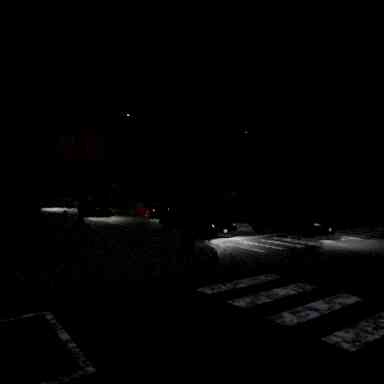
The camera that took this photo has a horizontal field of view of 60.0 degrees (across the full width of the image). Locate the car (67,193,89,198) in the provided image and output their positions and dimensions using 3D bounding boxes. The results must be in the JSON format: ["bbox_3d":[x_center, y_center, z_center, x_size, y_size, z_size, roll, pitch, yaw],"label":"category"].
[{"bbox_3d":[-18.961,1.130,56.503,2.150,2.045,5.566,0,0,-35],"label":"car"}]

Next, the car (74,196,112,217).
[{"bbox_3d":[-9.244,1.434,31.518,1.882,1.535,5.008,0,0,-36],"label":"car"}]

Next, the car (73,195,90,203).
[{"bbox_3d":[-22.047,1.366,66.380,1.882,1.535,5.008,0,0,-36],"label":"car"}]

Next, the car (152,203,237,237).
[{"bbox_3d":[0.102,1.529,18.505,2.033,1.411,5.357,0,0,-36],"label":"car"}]

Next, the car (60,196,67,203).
[{"bbox_3d":[-25.097,1.438,65.052,2.033,1.411,5.357,0,0,-36],"label":"car"}]

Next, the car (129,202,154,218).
[{"bbox_3d":[-3.822,1.561,29.545,1.895,1.301,4.718,0,0,-36],"label":"car"}]

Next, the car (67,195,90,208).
[{"bbox_3d":[-14.982,1.496,45.137,1.994,1.385,4.181,0,0,-35],"label":"car"}]

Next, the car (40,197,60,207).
[{"bbox_3d":[-21.228,1.421,48.355,2.128,1.511,4.902,0,0,-36],"label":"car"}]

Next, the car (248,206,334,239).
[{"bbox_3d":[5.092,1.508,17.622,1.812,1.442,4.674,0,0,-39],"label":"car"}]
